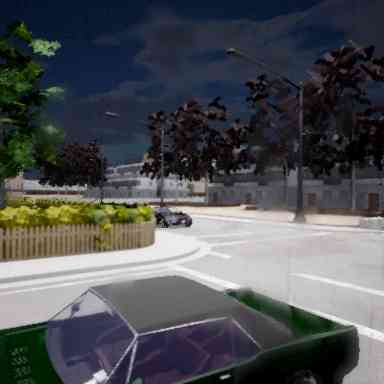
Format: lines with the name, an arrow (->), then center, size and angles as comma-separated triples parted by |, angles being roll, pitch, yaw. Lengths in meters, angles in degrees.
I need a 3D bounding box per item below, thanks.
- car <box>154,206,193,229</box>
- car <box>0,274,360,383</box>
car -> -1.720, 1.705, 23.045 | 1.994, 1.385, 4.181 | 1, 0, -36
car -> -0.650, 1.614, 3.094 | 4.718, 1.301, 1.895 | 1, 0, -31
